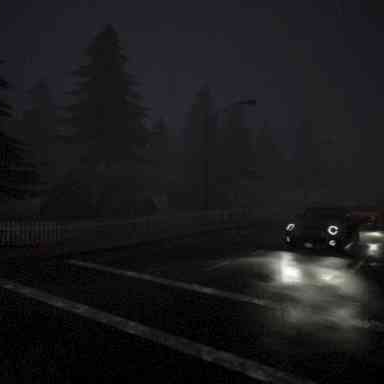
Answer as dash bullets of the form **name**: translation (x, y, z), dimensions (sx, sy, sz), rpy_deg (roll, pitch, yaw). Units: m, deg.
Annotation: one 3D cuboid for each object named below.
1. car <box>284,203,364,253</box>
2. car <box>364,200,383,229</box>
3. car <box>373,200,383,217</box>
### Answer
- **car**: translation (5.590, 1.384, 14.061), dimensions (2.097, 1.767, 4.553), rpy_deg (0, 0, 36)
- **car**: translation (11.614, 1.527, 22.364), dimensions (1.882, 1.535, 5.008), rpy_deg (0, 0, 36)
- **car**: translation (19.457, 1.577, 33.147), dimensions (1.837, 1.490, 4.892), rpy_deg (0, 0, 36)
